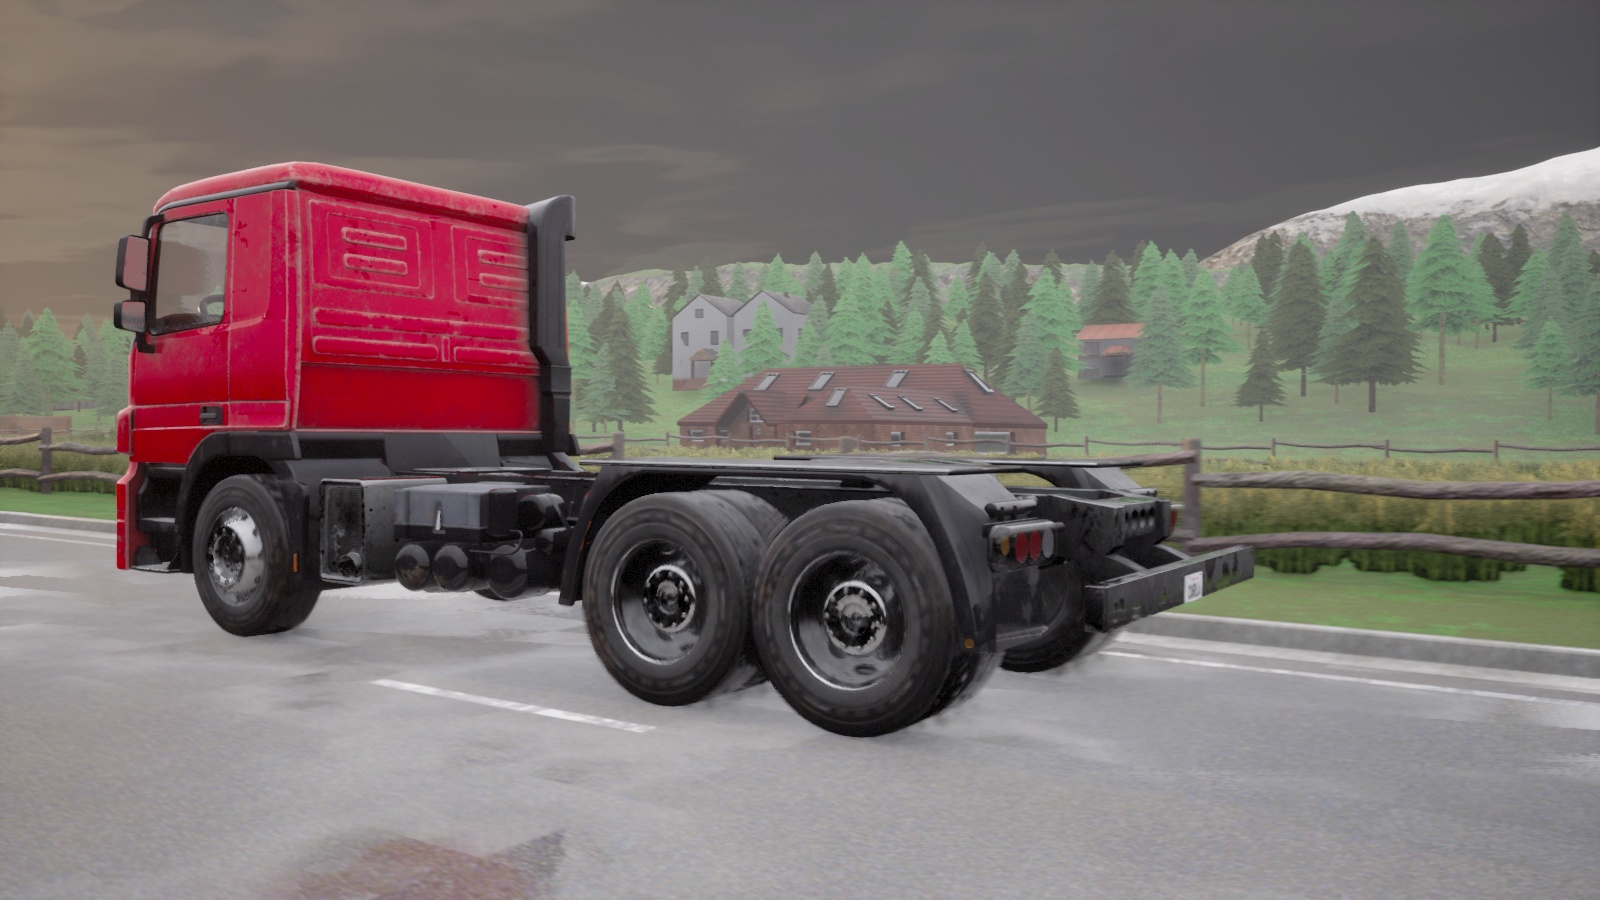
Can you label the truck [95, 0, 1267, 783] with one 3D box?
[{"bbox_3d":[-1.269,-0.357,8.639,7.936,3.462,2.891,0,1,33],"label":"truck"}]
